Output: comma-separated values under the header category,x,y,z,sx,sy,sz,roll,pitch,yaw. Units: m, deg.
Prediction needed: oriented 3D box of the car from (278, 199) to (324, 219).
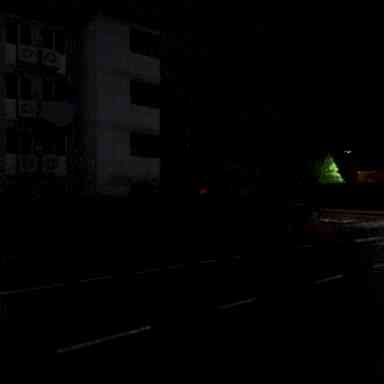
category,x,y,z,sx,sy,sz,roll,pitch,yaw
car,8.955,1.561,29.064,1.895,1.301,4.718,0,0,-35

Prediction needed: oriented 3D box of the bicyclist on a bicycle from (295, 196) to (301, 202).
category,x,y,z,sx,sy,sz,roll,pitch,yaw
bicyclist on a bicycle,12.514,1.256,39.540,1.656,1.620,0.582,0,0,-36

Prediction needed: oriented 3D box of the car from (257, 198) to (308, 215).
category,x,y,z,sx,sy,sz,roll,pitch,yaw
car,9.368,1.448,34.833,2.128,1.511,4.902,0,0,-35
